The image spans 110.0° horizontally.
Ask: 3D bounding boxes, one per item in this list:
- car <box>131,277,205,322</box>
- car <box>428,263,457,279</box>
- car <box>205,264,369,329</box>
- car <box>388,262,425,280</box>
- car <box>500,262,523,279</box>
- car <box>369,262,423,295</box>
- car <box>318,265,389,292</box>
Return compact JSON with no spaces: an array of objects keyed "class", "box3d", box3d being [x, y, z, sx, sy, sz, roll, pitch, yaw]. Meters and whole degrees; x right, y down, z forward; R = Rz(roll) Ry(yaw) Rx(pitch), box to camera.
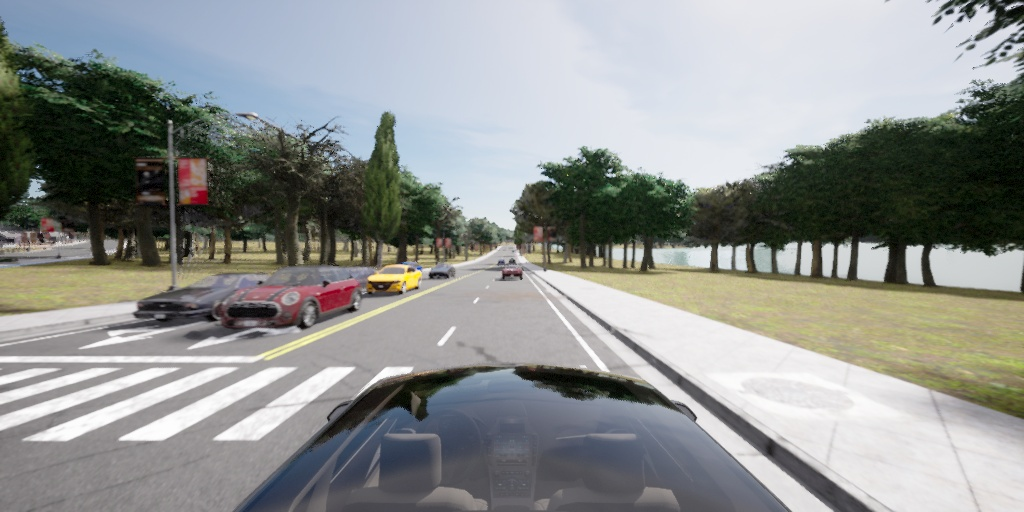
[{"class":"car","box3d":[-9.790,1.303,12.657,2.033,1.411,5.357,0,0,1]},{"class":"car","box3d":[-6.524,1.418,34.283,2.033,1.411,5.357,0,-1,1]},{"class":"car","box3d":[-6.550,1.106,11.237,2.097,1.767,4.553,0,0,0]},{"class":"car","box3d":[-9.773,1.342,33.670,1.882,1.535,5.008,0,0,1]},{"class":"car","box3d":[0.022,1.472,34.222,1.895,1.301,4.718,0,0,0]},{"class":"car","box3d":[-6.555,1.261,20.450,1.882,1.535,5.008,0,0,0]},{"class":"car","box3d":[-9.789,1.340,22.733,2.033,1.411,5.357,0,0,1]}]
